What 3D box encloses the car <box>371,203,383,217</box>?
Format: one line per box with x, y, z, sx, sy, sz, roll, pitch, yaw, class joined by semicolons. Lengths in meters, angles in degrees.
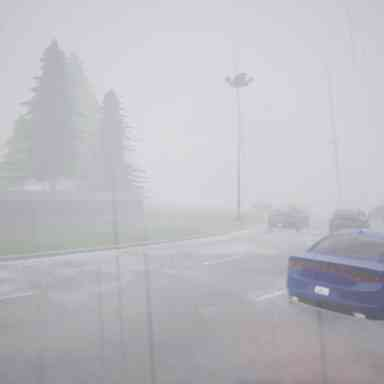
20.570;1.872;34.450;1.812;1.442;4.674;0;-1;4;car

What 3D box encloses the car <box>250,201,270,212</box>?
9.413;1.971;44.985;1.812;1.442;4.674;0;-1;-10;car

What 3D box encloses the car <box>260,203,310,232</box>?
6.284;1.705;21.300;2.128;1.511;4.902;0;0;30;car

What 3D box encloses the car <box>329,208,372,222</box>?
9.100;1.698;19.187;1.837;1.490;4.892;1;0;30;car

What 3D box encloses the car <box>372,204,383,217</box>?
16.379;1.829;27.944;2.033;1.411;5.357;0;-1;12;car

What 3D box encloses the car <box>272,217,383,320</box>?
4.054;1.553;7.340;5.008;1.535;1.882;1;0;-42;car

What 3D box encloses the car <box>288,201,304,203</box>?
13.274;1.905;43.014;1.882;1.535;5.008;1;-1;-8;car
